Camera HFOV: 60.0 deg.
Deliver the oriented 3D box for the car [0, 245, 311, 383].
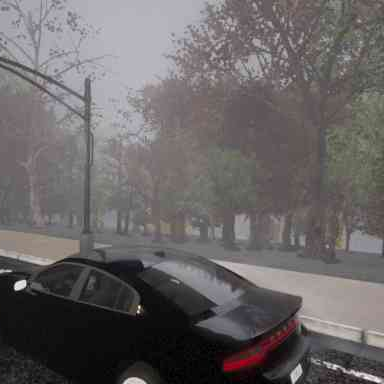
[{"bbox_3d":[-1.046,1.477,4.488,5.008,1.535,1.882,0,0,36],"label":"car"}]
